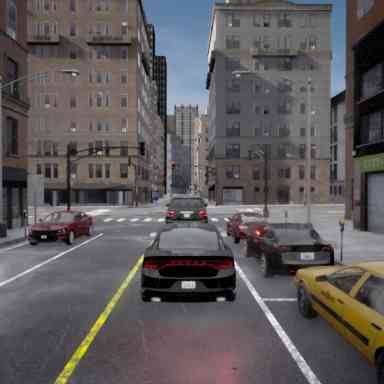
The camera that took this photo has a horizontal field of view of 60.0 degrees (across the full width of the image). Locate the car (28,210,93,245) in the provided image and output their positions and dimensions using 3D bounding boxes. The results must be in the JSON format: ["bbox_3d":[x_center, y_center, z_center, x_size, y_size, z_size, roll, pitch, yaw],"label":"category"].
[{"bbox_3d":[-5.919,1.539,15.442,1.887,1.381,4.507,-1,0,-1],"label":"car"}]

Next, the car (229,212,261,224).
[{"bbox_3d":[2.625,1.576,15.582,1.802,1.307,4.206,-1,0,-1],"label":"car"}]

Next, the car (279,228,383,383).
[{"bbox_3d":[2.801,1.524,4.581,1.752,1.417,4.829,-1,0,-1],"label":"car"}]

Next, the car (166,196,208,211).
[{"bbox_3d":[-0.291,1.215,18.434,2.150,2.045,5.566,0,0,-1],"label":"car"}]

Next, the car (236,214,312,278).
[{"bbox_3d":[2.715,1.562,9.997,1.947,1.339,4.313,-1,0,-1],"label":"car"}]

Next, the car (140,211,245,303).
[{"bbox_3d":[-0.083,1.475,8.304,1.882,1.535,5.008,0,0,-1],"label":"car"}]
